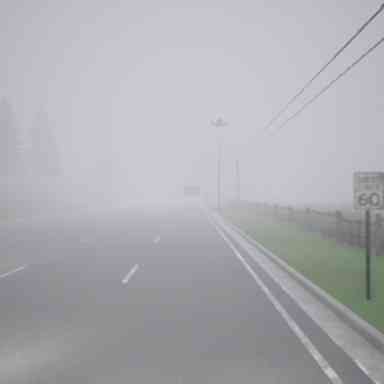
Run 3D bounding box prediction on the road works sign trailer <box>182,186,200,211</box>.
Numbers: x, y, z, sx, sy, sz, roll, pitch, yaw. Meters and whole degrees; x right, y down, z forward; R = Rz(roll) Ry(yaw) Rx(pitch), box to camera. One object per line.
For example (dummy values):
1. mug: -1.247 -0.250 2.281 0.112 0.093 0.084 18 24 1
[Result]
1. road works sign trailer: -0.014 0.903 48.012 2.380 3.560 2.880 0 -1 0
